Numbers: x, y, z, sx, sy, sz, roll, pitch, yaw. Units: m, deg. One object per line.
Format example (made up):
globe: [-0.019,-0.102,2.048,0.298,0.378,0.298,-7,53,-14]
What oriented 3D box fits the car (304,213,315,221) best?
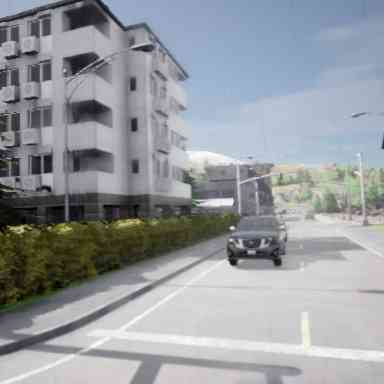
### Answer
car: [23.040,4.817,65.024,2.033,1.411,5.357,-3,-4,18]

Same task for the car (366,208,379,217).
car: [38.258,4.039,66.142,5.027,1.636,2.152,-3,-4,18]

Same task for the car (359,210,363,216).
car: [42.204,4.603,78.299,3.866,1.878,1.905,-3,-4,18]

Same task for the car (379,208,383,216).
car: [36.588,3.779,59.942,3.806,1.475,1.970,-3,-4,18]

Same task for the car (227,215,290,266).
car: [3.172,2.137,15.593,2.150,2.045,5.566,-3,-4,18]

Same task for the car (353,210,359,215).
car: [42.710,4.792,81.184,4.605,1.855,1.932,-3,-4,18]

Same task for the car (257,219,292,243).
car: [6.419,2.925,25.444,2.128,1.511,4.902,-3,-4,18]
